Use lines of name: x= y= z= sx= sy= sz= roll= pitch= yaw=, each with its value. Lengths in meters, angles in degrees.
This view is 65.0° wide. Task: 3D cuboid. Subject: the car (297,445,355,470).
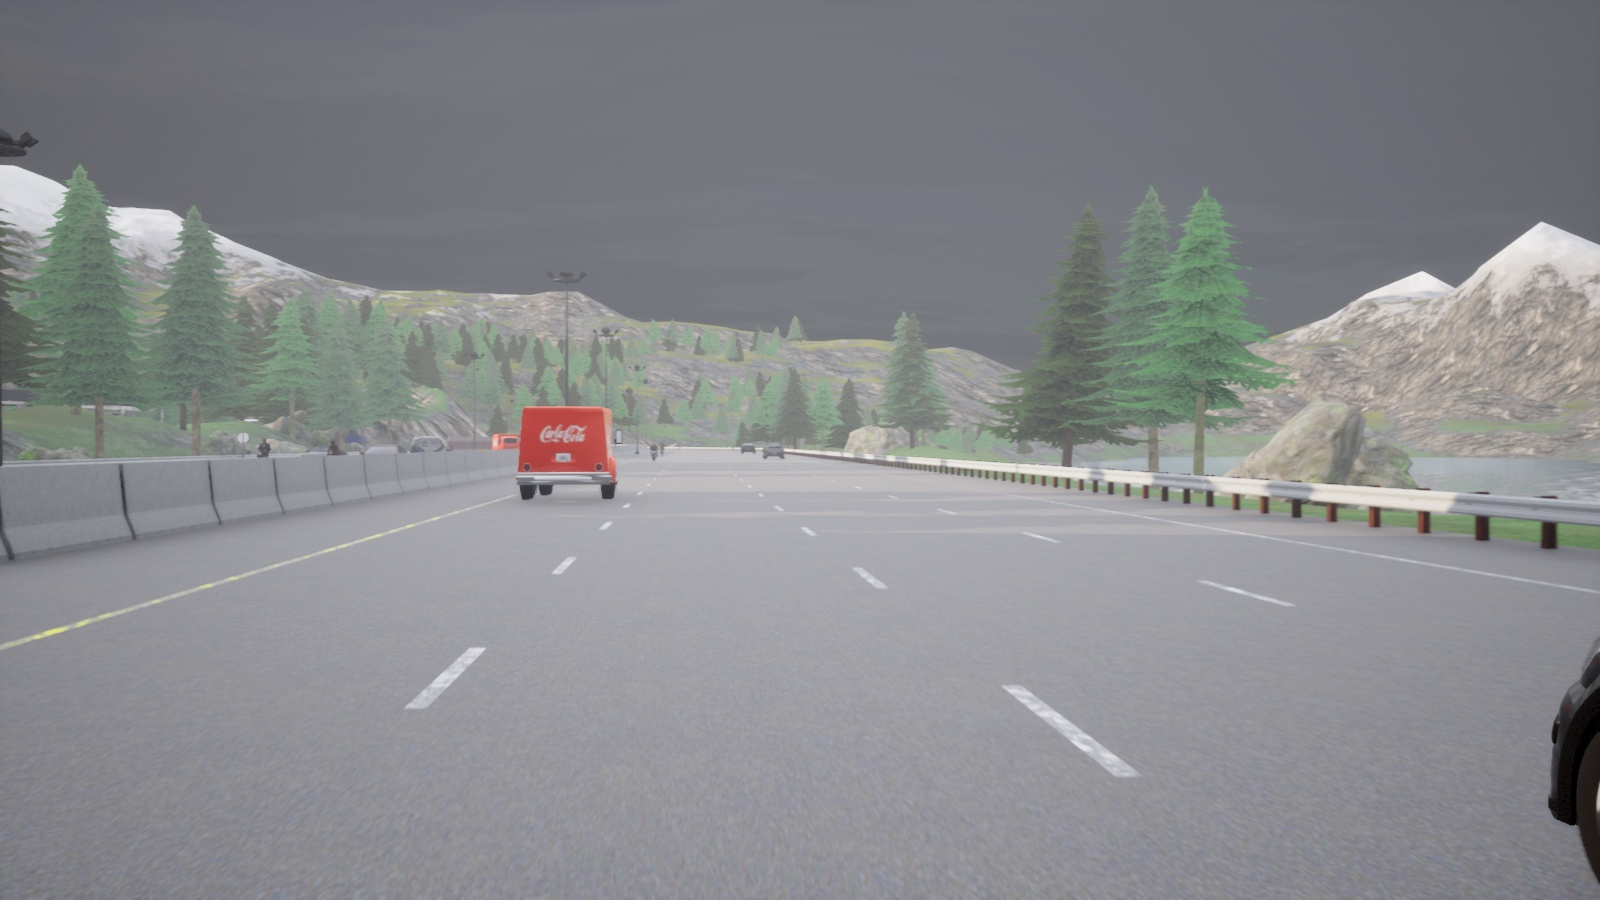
car: x=-26.871 y=0.398 z=71.298 sx=1.994 sy=1.385 sz=4.181 roll=0 pitch=0 yaw=-5

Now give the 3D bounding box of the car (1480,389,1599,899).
car: x=3.417 y=0.631 z=2.488 sx=1.851 sy=1.617 sz=3.988 roll=0 pitch=0 yaw=-2

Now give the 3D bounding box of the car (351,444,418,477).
car: x=-18.620 y=0.446 z=56.406 sx=1.812 sy=1.442 sz=4.674 roll=0 pitch=0 yaw=-5

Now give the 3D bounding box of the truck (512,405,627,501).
truck: x=-6.261 y=0.060 z=34.783 sx=2.627 sy=2.467 sz=5.204 roll=0 pitch=0 yaw=-5

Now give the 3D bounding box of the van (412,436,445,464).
van: x=-26.281 y=-0.012 z=88.711 sx=1.775 sy=1.987 sz=4.442 roll=0 pitch=0 yaw=-23
